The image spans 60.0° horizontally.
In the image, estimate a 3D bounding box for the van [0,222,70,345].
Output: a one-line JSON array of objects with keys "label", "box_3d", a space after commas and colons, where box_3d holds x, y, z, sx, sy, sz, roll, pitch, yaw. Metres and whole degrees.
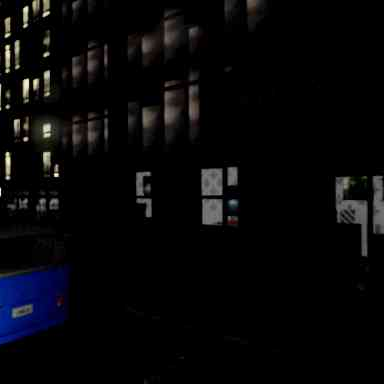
[{"label": "van", "box_3d": [-3.786, 1.378, 5.567, 3.998, 1.788, 1.690, 0, 0, 35]}]
